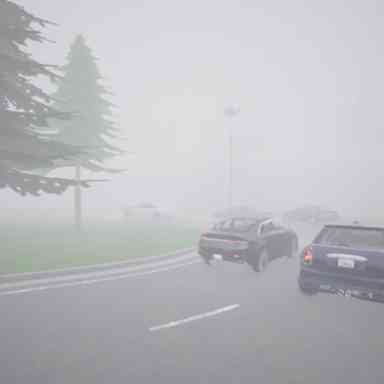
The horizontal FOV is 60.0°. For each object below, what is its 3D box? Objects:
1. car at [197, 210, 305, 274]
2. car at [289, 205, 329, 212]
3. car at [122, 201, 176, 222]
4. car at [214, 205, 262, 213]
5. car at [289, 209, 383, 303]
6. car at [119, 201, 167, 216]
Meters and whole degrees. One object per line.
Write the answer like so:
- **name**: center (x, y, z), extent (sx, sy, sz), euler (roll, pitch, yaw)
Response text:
- **car**: center (2.052, 1.578, 11.097), extent (2.128, 1.511, 4.902), euler (1, 0, 34)
- **car**: center (8.784, 1.729, 25.126), extent (2.128, 1.511, 4.902), euler (1, -1, -22)
- **car**: center (-3.569, 1.659, 28.065), extent (4.674, 1.442, 1.812), euler (0, -1, 25)
- **car**: center (4.020, 1.749, 26.776), extent (2.033, 1.411, 5.357), euler (1, -1, -37)
- **car**: center (4.356, 1.445, 8.180), extent (2.097, 1.767, 4.553), euler (0, -1, 39)
- **car**: center (-5.136, 1.687, 35.349), extent (4.674, 1.442, 1.812), euler (1, -1, 10)
